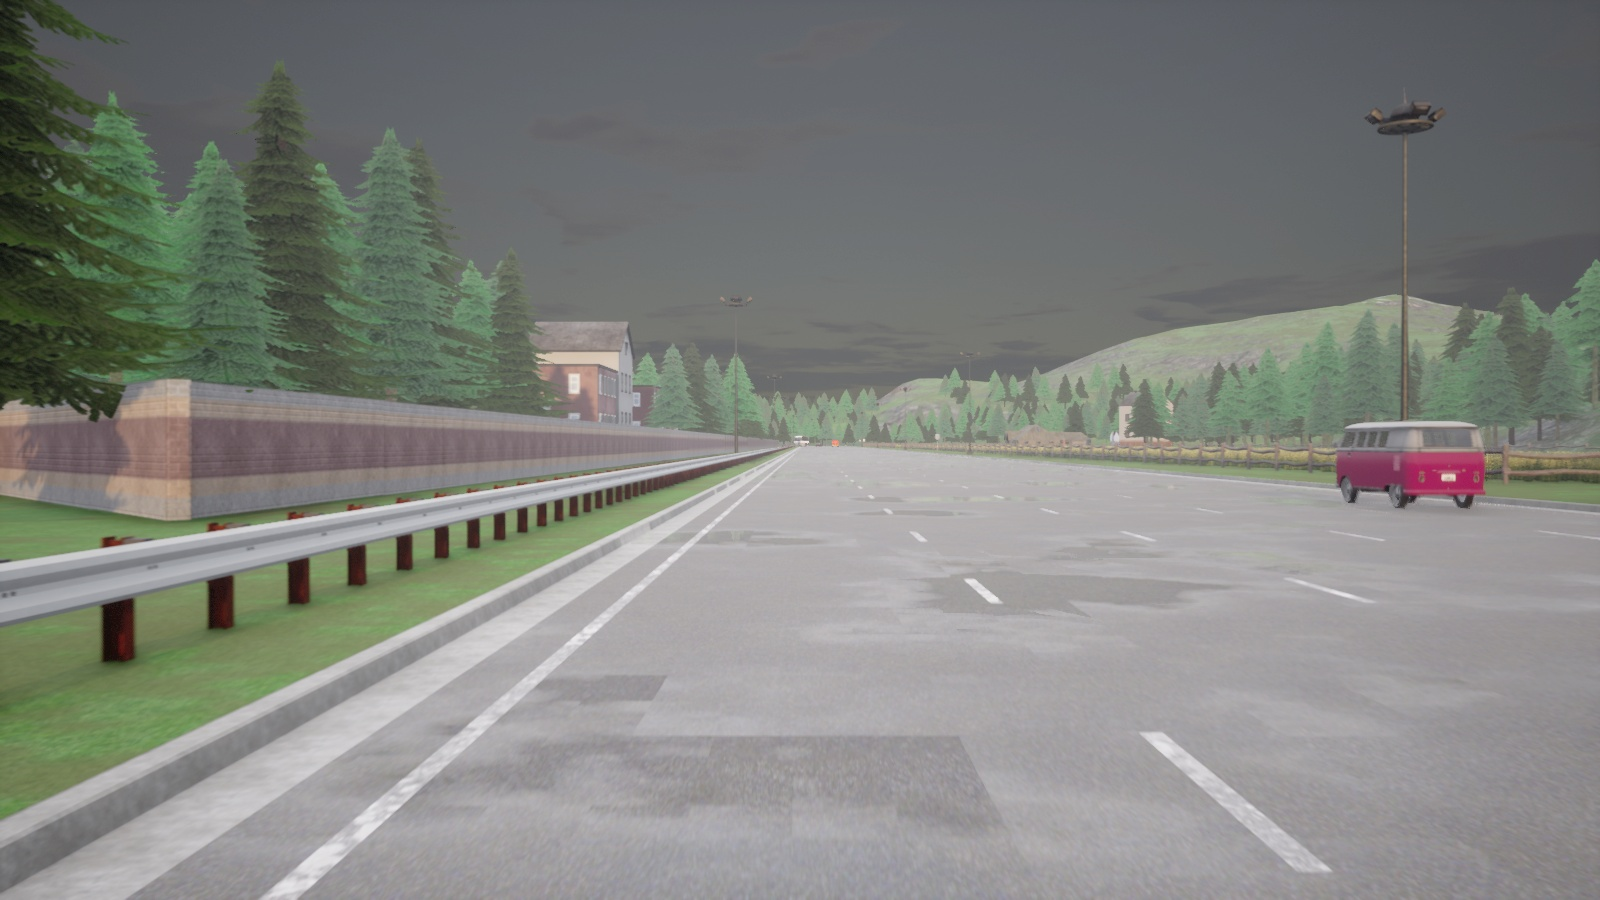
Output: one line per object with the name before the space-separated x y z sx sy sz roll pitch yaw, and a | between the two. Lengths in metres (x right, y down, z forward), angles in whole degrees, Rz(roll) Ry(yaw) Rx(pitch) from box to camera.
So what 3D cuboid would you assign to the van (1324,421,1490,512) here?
van | 14.187 0.343 29.642 1.775 1.987 4.442 0 0 0
